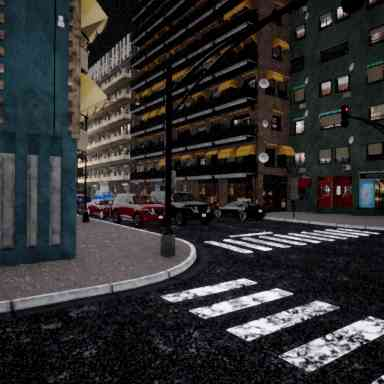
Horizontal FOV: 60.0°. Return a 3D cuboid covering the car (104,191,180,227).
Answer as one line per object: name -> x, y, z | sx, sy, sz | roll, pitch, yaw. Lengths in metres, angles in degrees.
car -> -3.192, 1.033, 20.322 | 2.192, 1.841, 5.009 | 2, 0, -36

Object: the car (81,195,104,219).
car -> -6.461, 1.182, 24.838 | 1.887, 1.381, 4.507 | 2, 0, -36

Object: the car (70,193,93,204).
car -> -15.985, 0.899, 47.817 | 1.994, 1.385, 4.181 | 1, 0, -35

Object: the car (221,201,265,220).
car -> 3.616, 1.353, 25.197 | 1.947, 1.339, 4.313 | 2, 0, -36

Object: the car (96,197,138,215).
car -> -6.744, 1.201, 29.635 | 1.895, 1.301, 4.718 | 1, 0, -36

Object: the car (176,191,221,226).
car -> -0.920, 0.966, 21.572 | 2.150, 2.045, 5.566 | 1, 0, -36

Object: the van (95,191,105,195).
van -> -12.688, 0.726, 47.776 | 1.690, 1.788, 3.998 | 2, 0, -36

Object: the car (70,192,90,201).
car -> -19.216, 0.769, 56.806 | 1.887, 1.381, 4.507 | 2, 0, -36

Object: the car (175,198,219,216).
car -> 0.354, 1.288, 29.713 | 1.802, 1.307, 4.206 | 2, 0, -36

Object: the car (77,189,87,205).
car -> -13.986, 0.644, 39.697 | 2.150, 2.045, 5.566 | 1, 0, -35
